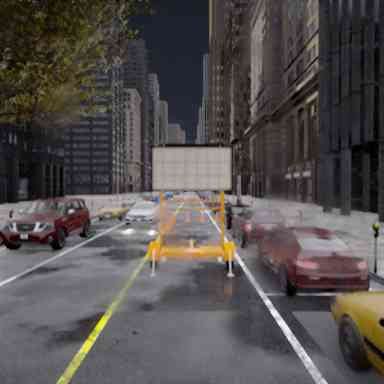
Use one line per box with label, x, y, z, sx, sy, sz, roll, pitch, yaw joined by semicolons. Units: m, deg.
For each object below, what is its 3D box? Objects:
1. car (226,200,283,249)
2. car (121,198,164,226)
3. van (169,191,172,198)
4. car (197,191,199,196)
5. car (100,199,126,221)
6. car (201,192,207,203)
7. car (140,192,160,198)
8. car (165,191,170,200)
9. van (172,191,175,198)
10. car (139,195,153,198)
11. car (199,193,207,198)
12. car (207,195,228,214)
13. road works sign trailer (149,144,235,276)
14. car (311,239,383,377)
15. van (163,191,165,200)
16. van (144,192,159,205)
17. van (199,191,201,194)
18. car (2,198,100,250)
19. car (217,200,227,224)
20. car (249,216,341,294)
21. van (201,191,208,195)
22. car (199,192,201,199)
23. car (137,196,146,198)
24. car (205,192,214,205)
car;2.759;1.316;13.941;1.967;1.590;4.097;0;0;0
car;-3.105;1.333;21.847;1.812;1.442;4.674;0;0;0
van;-5.779;0.737;70.703;1.690;1.788;3.998;0;0;0
car;2.745;0.790;76.392;1.967;1.590;4.097;0;0;0
car;-5.769;1.304;25.116;1.752;1.417;4.829;0;0;0
car;2.751;1.135;48.006;2.008;1.369;4.403;0;0;0
car;-5.773;0.947;42.316;2.192;1.841;5.009;0;0;0
car;-5.777;1.024;65.027;1.802;1.307;4.206;0;0;0
van;-5.782;0.645;82.057;1.690;1.788;3.998;0;0;0
car;-5.771;1.262;36.641;1.802;1.307;4.206;0;0;0
car;2.744;0.886;82.071;1.802;1.307;4.206;0;0;0
car;2.755;1.280;30.974;2.008;1.369;4.403;0;0;0
road works sign trailer;-0.002;0.374;9.987;2.380;3.560;2.880;0;1;0
car;2.761;1.500;2.757;1.752;1.417;4.829;0;1;0
van;-5.775;0.878;53.671;1.690;1.788;3.998;0;0;0
van;-5.774;0.925;47.994;1.690;1.788;3.998;0;0;0
van;2.747;0.783;65.037;1.690;1.788;3.998;0;0;0
car;-5.766;1.191;13.929;2.192;1.841;5.009;0;1;0
car;2.758;1.392;19.620;1.947;1.339;4.313;0;0;0
car;2.760;1.507;8.265;1.802;1.307;4.206;0;1;0
van;2.750;0.878;53.682;1.690;1.788;3.998;0;0;0
car;2.749;1.034;59.361;1.887;1.381;4.507;0;0;0
car;-5.770;1.311;30.964;1.802;1.307;4.206;0;0;0
car;2.754;1.120;36.650;1.967;1.590;4.097;0;0;0
